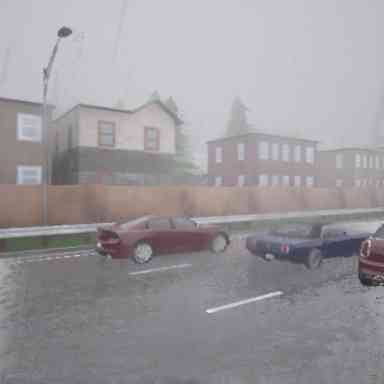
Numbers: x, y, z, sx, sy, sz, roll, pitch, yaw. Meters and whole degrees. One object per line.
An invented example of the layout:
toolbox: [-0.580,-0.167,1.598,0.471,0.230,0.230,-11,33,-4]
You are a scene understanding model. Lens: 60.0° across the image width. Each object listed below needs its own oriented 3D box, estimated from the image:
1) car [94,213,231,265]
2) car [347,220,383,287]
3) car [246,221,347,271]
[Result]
car: [-0.862,1.474,11.741,5.008,1.535,1.882,0,0,-35]
car: [6.063,1.345,8.077,4.553,1.767,2.097,0,0,-35]
car: [4.082,1.595,10.960,4.718,1.301,1.895,0,0,-35]
